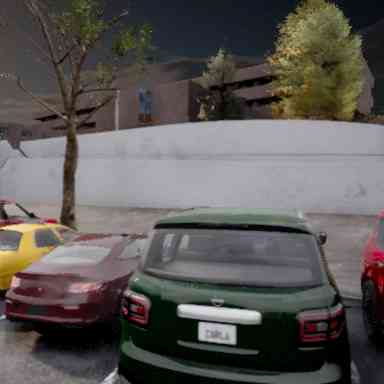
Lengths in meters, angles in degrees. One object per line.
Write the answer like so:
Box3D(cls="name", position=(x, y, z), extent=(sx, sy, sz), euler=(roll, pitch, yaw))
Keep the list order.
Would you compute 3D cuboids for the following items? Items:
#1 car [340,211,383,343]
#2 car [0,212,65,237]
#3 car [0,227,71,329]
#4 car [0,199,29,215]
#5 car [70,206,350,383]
Box3D(cls="car", position=(3.346, 1.237, 3.390), extent=(2.435, 2.045, 5.566), euler=(1, -1, 15))
Box3D(cls="car", position=(-3.979, 1.473, 8.794), extent=(1.946, 1.575, 5.366), euler=(0, -1, 15))
Box3D(cls="car", position=(-1.572, 1.518, 6.884), extent=(2.002, 1.452, 4.674), euler=(0, -1, 15))
Box3D(cls="car", position=(-6.479, 1.218, 10.367), extent=(2.435, 2.045, 5.566), euler=(0, -1, 15))
Box3D(cls="car", position=(0.897, 1.232, 5.186), extent=(2.435, 2.045, 5.566), euler=(0, -1, 15))
